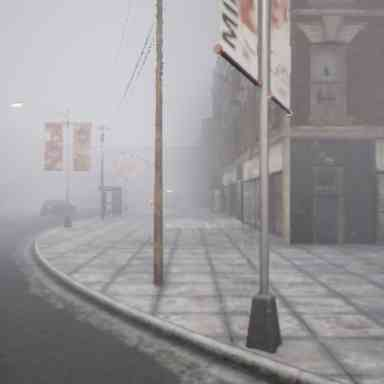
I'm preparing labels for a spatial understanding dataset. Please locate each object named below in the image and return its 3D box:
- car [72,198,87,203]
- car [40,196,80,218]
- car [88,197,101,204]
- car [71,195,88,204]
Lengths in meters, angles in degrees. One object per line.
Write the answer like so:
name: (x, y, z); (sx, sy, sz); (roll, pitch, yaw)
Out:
car: (-26.750, 2.000, 79.191); (1.895, 1.301, 4.718); (0, 0, 0)
car: (-13.010, 1.511, 32.555); (2.097, 1.767, 4.553); (0, 0, -1)
car: (-20.158, 1.858, 71.112); (1.994, 1.385, 4.181); (0, 0, 0)
car: (-23.658, 1.842, 71.123); (1.994, 1.385, 4.181); (0, 0, 0)
